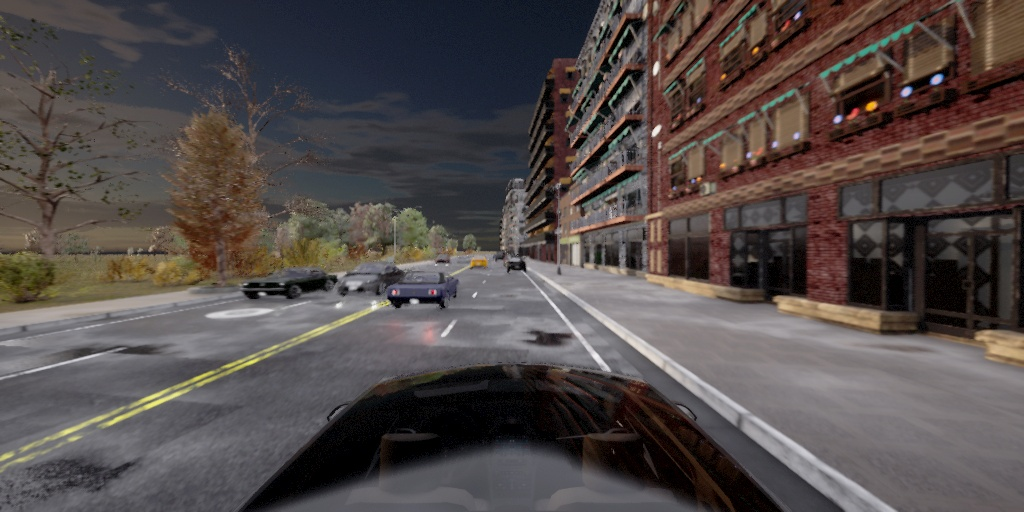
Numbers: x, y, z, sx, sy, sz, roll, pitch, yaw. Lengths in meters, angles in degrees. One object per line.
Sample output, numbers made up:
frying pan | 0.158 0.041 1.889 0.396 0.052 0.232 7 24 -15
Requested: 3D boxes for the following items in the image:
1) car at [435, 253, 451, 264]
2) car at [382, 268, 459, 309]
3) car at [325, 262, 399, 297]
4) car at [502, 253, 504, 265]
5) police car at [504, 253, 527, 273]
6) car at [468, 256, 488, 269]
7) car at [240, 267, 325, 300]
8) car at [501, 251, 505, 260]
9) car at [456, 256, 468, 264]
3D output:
car | -11.321 0.453 59.036 2.097 1.767 4.553 0 1 -2
car | -3.240 1.205 14.085 1.895 1.301 4.718 0 1 -1
car | -6.732 1.059 17.560 2.128 1.511 4.902 0 1 -1
car | 0.053 0.685 46.155 1.801 1.575 5.366 0 1 -2
police car | 0.422 0.770 36.028 1.930 1.638 5.238 0 1 -2
car | -4.011 0.732 44.398 1.882 1.535 5.008 0 1 -2
car | -9.965 1.184 16.485 1.895 1.301 4.718 0 1 -1
car | -0.200 0.517 51.960 2.097 1.767 4.553 0 1 -3
car | -8.082 0.694 59.416 1.895 1.301 4.718 0 1 -2
